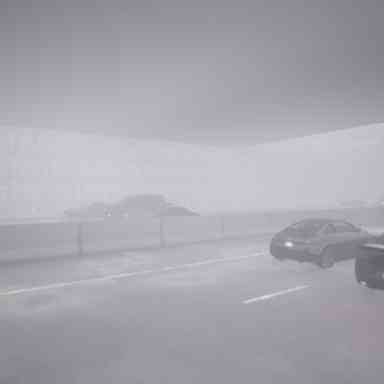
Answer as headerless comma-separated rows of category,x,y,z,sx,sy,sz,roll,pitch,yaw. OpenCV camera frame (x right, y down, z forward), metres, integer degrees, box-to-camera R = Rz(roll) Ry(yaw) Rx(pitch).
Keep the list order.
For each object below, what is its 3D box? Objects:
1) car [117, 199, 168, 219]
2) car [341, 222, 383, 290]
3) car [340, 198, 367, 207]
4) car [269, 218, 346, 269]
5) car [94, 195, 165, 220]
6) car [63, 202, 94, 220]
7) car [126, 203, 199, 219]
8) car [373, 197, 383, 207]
car,-2.428,1.505,23.751,4.902,1.511,2.128,0,0,-35
car,5.894,1.488,7.950,5.008,1.535,1.882,0,0,-35
car,25.153,1.659,51.922,4.718,1.301,1.895,0,0,-35
car,4.595,1.576,11.323,4.181,1.385,1.994,0,0,-35
car,-4.553,1.235,26.536,5.566,2.045,2.150,0,0,-35
car,-8.047,1.559,28.345,5.357,1.411,2.033,0,0,-35
car,-1.475,1.576,20.133,4.181,1.385,1.994,0,0,-35
car,29.511,1.565,50.713,4.892,1.490,1.837,0,0,-35
